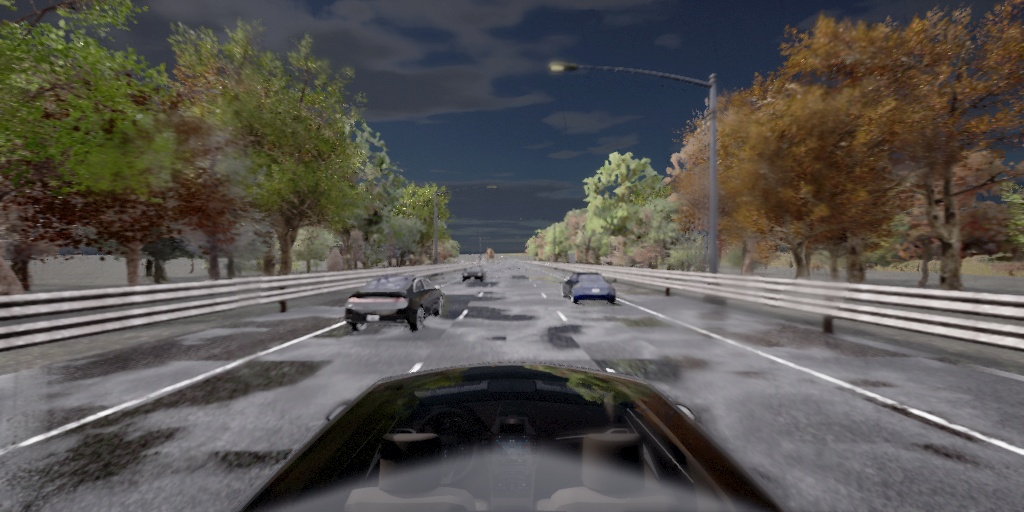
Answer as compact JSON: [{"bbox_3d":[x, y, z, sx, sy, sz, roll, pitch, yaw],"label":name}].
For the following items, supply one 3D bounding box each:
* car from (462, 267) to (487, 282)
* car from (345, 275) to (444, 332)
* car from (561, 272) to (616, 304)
[{"bbox_3d":[-3.394,1.657,33.054,1.895,1.301,4.718,0,-1,0],"label":"car"},{"bbox_3d":[-3.400,1.332,11.200,2.128,1.511,4.902,0,-1,0],"label":"car"},{"bbox_3d":[3.603,1.464,17.413,1.994,1.385,4.181,0,-1,0],"label":"car"}]
